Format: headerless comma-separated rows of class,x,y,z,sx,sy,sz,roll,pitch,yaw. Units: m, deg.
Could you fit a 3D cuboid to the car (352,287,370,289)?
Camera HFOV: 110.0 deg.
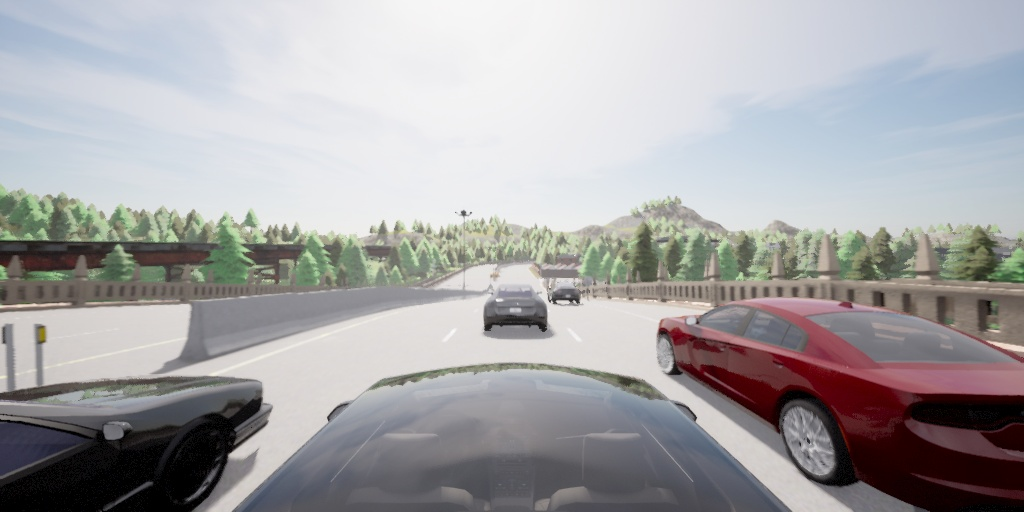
car,-14.021,3.484,32.960,1.895,1.301,4.718,0,-6,1

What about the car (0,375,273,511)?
car,-3.402,1.296,1.217,2.033,1.411,5.357,0,0,0

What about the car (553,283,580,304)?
car,3.608,2.647,25.402,1.812,1.442,4.674,0,-6,0

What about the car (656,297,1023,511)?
car,3.601,1.275,4.676,1.882,1.535,5.008,0,-1,0

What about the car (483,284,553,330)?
car,0.104,1.646,12.373,1.994,1.385,4.181,0,-3,0
